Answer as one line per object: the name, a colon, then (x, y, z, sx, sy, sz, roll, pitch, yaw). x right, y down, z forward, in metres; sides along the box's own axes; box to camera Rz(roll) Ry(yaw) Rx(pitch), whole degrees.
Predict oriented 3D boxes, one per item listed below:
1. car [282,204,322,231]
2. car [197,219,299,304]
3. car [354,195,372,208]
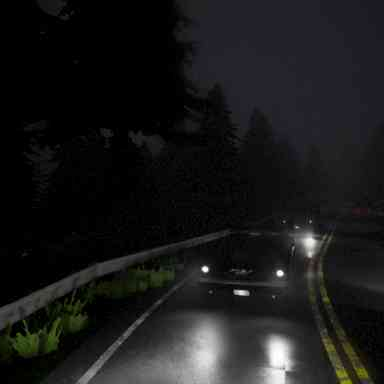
car: (6.732, 1.461, 20.063, 2.033, 1.411, 5.357, -2, 0, 26)
car: (1.619, 1.599, 8.436, 1.895, 1.301, 4.718, -1, 0, 18)
car: (20.743, 1.059, 40.204, 2.128, 1.511, 4.902, -2, 0, 28)
